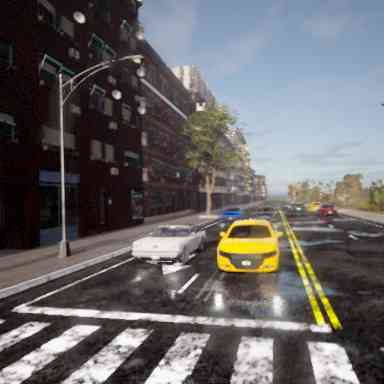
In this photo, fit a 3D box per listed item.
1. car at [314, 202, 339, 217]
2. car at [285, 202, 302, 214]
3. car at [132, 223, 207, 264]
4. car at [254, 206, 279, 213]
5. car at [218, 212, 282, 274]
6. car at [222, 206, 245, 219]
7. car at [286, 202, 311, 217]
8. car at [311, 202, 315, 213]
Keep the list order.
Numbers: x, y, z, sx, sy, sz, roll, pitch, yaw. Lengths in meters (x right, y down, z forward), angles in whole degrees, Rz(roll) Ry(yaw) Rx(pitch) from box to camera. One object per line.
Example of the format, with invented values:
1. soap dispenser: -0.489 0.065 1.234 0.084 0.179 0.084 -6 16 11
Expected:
1. car: 15.689 2.087 38.605 1.812 1.442 4.674 -2 -1 15
2. car: 14.989 2.338 49.387 2.128 1.511 4.902 -2 -1 14
3. car: -0.747 2.002 13.681 1.895 1.301 4.718 -2 -1 14
4. car: 6.946 2.116 31.013 1.837 1.490 4.892 -2 -1 14
5. car: 2.147 1.757 11.881 1.882 1.535 5.008 -2 -1 14
6. car: 4.209 2.223 33.451 1.882 1.535 5.008 -2 -1 14
7. car: 12.609 2.023 39.685 2.097 1.767 4.553 -2 -1 15
8. car: 18.124 2.217 48.537 1.882 1.535 5.008 -2 -1 14
